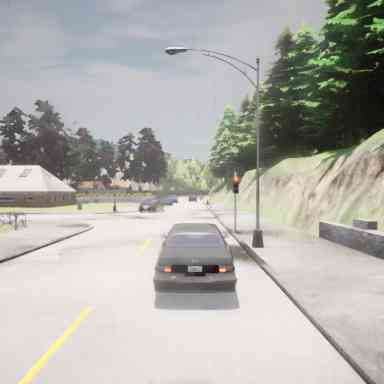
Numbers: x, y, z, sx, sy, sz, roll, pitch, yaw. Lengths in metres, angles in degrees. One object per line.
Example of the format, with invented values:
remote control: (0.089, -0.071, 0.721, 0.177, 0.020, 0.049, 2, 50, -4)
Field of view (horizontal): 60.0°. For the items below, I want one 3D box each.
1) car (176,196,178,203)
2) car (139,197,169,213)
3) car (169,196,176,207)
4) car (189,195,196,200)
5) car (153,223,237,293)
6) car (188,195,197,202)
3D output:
car: (-3.886, 1.478, 67.945, 1.882, 1.535, 5.008, 0, 0, 0)
car: (-4.427, 1.492, 37.083, 2.128, 1.511, 4.902, 0, 0, 9)
car: (-4.001, 1.563, 51.587, 1.994, 1.385, 4.181, 0, 0, 0)
car: (0.156, 1.408, 86.111, 1.812, 1.442, 4.674, 0, 0, 0)
car: (0.075, 1.547, 8.997, 2.033, 1.411, 5.357, 0, 0, 0)
car: (0.137, 1.516, 75.751, 2.128, 1.511, 4.902, 0, 0, 0)
